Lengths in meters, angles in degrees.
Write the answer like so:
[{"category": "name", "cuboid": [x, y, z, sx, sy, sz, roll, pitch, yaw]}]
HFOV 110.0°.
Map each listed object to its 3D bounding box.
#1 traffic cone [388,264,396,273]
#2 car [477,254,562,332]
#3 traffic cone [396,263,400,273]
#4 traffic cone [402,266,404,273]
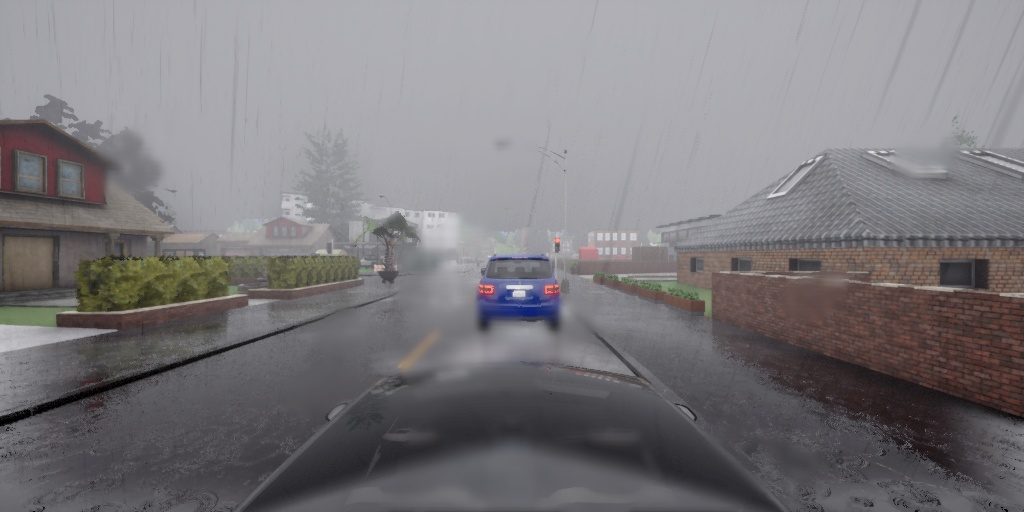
[{"category": "traffic cone", "cuboid": [-15.393, 1.561, 45.937, 0.344, 0.586, 0.344, 0, 0, 0]}, {"category": "car", "cuboid": [0.191, 0.971, 11.049, 2.150, 2.045, 5.566, 0, 0, 0]}, {"category": "traffic cone", "cuboid": [-15.027, 1.558, 46.504, 0.344, 0.586, 0.344, 0, 0, 0]}, {"category": "traffic cone", "cuboid": [-14.020, 1.582, 47.536, 0.344, 0.586, 0.344, 0, 0, 0]}]
